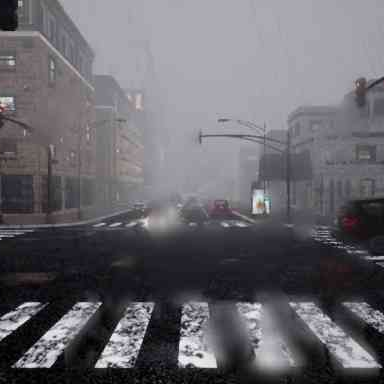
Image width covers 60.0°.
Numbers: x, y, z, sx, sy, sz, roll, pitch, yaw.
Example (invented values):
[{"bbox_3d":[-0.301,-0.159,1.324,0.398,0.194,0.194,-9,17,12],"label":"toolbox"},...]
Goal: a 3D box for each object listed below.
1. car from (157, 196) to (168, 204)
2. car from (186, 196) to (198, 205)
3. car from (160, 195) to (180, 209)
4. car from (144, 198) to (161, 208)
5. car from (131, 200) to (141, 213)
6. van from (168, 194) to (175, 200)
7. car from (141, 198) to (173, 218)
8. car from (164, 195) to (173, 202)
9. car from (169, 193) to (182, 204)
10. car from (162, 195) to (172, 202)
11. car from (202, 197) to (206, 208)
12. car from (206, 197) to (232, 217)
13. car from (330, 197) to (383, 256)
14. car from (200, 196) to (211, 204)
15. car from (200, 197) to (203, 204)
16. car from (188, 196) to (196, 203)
[{"bbox_3d":[-5.757,1.565,65.746,1.752,1.417,4.829,0,0,0],"label":"car"},{"bbox_3d":[0.046,1.538,60.300,1.837,1.490,4.892,0,0,0],"label":"car"},{"bbox_3d":[-3.137,1.508,45.132,2.128,1.511,4.902,0,0,0],"label":"car"},{"bbox_3d":[-5.741,1.571,48.827,2.008,1.369,4.403,0,0,0],"label":"car"},{"bbox_3d":[-5.730,1.561,37.433,2.008,1.369,4.403,0,0,0],"label":"car"},{"bbox_3d":[-5.786,1.430,94.399,1.690,1.788,3.998,-1,0,0],"label":"van"},{"bbox_3d":[-3.125,1.567,30.138,1.994,1.385,4.181,0,0,0],"label":"car"},{"bbox_3d":[-5.773,1.592,82.836,1.752,1.417,4.829,-1,0,0],"label":"car"},{"bbox_3d":[-3.067,1.263,64.168,2.150,2.045,5.566,0,0,0],"label":"car"},{"bbox_3d":[-5.769,1.497,77.309,1.967,1.590,4.097,0,0,0],"label":"car"},{"bbox_3d":[2.645,1.597,43.150,1.802,1.307,4.206,0,0,0],"label":"car"},{"bbox_3d":[2.655,1.446,31.756,1.967,1.590,4.097,0,0,0],"label":"car"},{"bbox_3d":[8.231,1.252,12.640,5.566,2.045,2.150,0,1,6],"label":"car"},{"bbox_3d":[2.624,1.591,65.937,2.008,1.369,4.403,-1,0,0],"label":"car"},{"bbox_3d":[2.640,1.571,48.847,2.008,1.369,4.403,0,0,0],"label":"car"},{"bbox_3d":[0.015,1.572,70.718,1.812,1.442,4.674,0,0,0],"label":"car"}]
